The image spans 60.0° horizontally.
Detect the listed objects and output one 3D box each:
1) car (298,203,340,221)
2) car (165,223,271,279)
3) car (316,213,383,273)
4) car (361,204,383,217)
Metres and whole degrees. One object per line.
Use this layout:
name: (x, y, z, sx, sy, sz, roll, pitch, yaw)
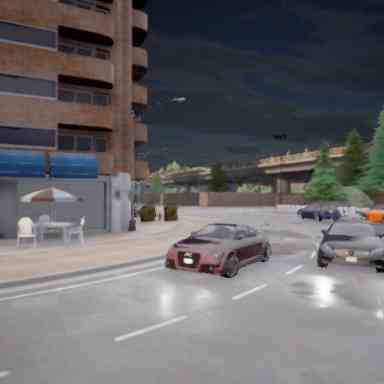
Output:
car: (11.835, 1.806, 31.300, 2.097, 1.767, 4.553, 0, -1, -10)
car: (1.008, 1.722, 10.775, 1.994, 1.385, 4.181, 0, -1, 34)
car: (5.602, 1.696, 11.581, 1.812, 1.442, 4.674, 0, -1, 27)
car: (15.848, 1.748, 27.225, 2.097, 1.767, 4.553, 0, -1, -2)
